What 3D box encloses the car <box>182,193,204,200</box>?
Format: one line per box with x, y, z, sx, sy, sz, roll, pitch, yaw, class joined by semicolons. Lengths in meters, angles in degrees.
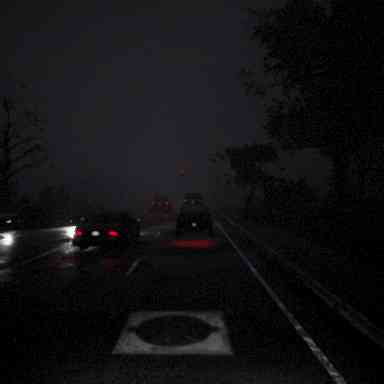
0.114;1.123;37.165;2.150;2.045;5.566;0;0;0;car

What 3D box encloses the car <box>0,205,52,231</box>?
-10.517;1.487;20.471;2.033;1.411;5.357;0;0;0;car

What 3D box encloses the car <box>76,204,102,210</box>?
-6.992;1.539;23.178;1.994;1.385;4.181;0;0;0;car

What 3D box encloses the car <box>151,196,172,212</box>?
-3.389;1.252;37.421;2.097;1.767;4.553;0;0;0;car

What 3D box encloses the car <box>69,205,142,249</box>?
-3.395;1.505;14.207;2.033;1.411;5.357;0;0;0;car

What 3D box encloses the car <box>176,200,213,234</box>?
0.106;1.422;18.694;1.882;1.535;5.008;0;0;0;car
